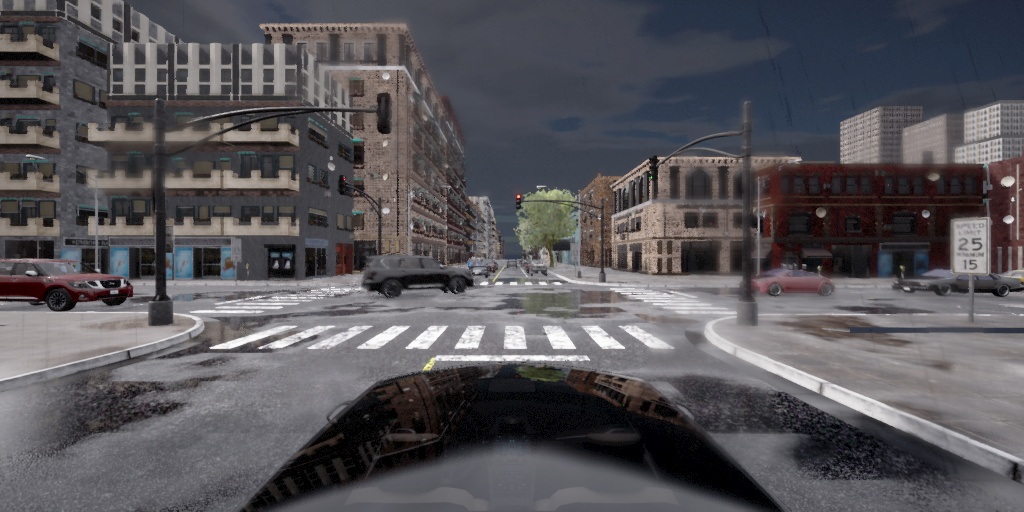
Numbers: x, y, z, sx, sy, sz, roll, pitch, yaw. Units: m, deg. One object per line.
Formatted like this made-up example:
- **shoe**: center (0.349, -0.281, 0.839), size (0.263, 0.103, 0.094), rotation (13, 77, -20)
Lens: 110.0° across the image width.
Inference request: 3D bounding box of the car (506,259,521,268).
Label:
- **car**: center (-0.005, 1.319, 63.366), size (2.128, 1.511, 4.902), rotation (0, 0, 0)

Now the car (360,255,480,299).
- **car**: center (-4.797, 0.980, 18.457), size (5.566, 2.045, 2.150), rotation (0, 1, -30)

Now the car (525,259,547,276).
- **car**: center (2.687, 1.330, 37.010), size (2.007, 1.370, 4.403), rotation (0, 0, 0)

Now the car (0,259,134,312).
- **car**: center (-17.278, 1.013, 13.289), size (5.009, 1.841, 2.192), rotation (0, 0, 0)

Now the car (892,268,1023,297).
- **car**: center (24.018, 1.412, 19.376), size (5.357, 1.411, 2.033), rotation (0, 0, 0)

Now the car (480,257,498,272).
- **car**: center (-3.102, 1.143, 44.254), size (2.097, 1.767, 4.553), rotation (0, 0, 0)

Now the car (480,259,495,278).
- **car**: center (-3.105, 1.266, 34.360), size (2.128, 1.511, 4.902), rotation (0, 0, 0)

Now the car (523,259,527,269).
- **car**: center (2.687, 1.228, 42.707), size (1.967, 1.591, 4.097), rotation (0, 0, 0)

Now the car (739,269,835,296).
- **car**: center (14.717, 1.387, 19.308), size (4.181, 1.385, 1.994), rotation (0, 0, 0)
